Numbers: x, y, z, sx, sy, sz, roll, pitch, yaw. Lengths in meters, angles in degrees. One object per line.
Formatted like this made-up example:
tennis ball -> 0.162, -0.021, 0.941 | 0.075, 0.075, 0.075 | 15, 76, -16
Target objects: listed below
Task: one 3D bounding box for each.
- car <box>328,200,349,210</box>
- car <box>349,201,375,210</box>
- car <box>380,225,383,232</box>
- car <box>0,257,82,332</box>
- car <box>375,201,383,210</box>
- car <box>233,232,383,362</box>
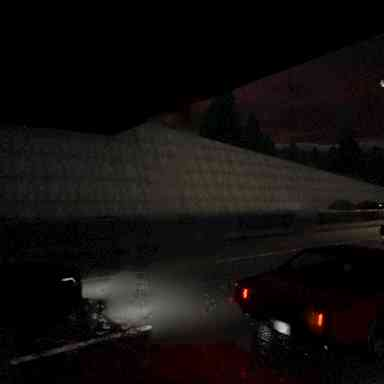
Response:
car -> 22.830, 1.985, 50.790 | 4.892, 1.490, 1.837 | 2, -1, -35
car -> 25.605, 1.996, 48.468 | 4.902, 1.511, 2.128 | 1, 0, -36
car -> 11.263, 1.801, 16.287 | 4.718, 1.301, 1.895 | 1, 0, -36
car -> -4.134, 1.492, 5.105 | 4.674, 1.442, 1.812 | 1, 0, -36
car -> 28.082, 1.750, 45.932 | 5.566, 2.045, 2.150 | 1, 0, -36
car -> 3.078, 1.660, 6.019 | 4.718, 1.301, 1.895 | 1, 0, -36
